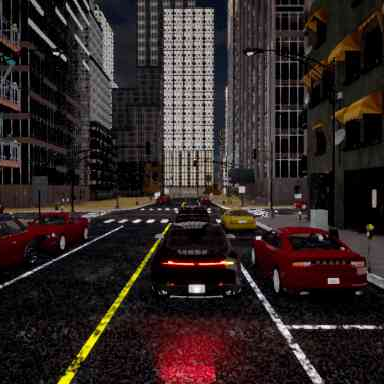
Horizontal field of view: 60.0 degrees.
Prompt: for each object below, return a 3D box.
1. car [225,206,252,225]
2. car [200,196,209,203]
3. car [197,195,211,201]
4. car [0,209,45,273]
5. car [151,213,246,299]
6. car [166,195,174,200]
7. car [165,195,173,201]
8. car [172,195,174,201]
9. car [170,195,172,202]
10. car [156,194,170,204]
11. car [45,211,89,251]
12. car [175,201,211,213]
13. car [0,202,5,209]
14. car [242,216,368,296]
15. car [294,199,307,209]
[{"bbox_3d":[2.644,1.523,19.721,1.752,1.417,4.829,-1,0,0],"label":"car"},{"bbox_3d":[2.548,1.523,68.807,1.752,1.417,4.829,-1,0,0],"label":"car"},{"bbox_3d":[2.558,1.437,63.077,1.967,1.590,4.097,-1,0,0],"label":"car"},{"bbox_3d":[-5.716,1.439,8.502,1.967,1.590,4.097,-1,0,0],"label":"car"},{"bbox_3d":[0.082,1.503,8.434,1.837,1.490,4.892,0,0,0],"label":"car"},{"bbox_3d":[-5.875,1.544,90.859,1.887,1.381,4.507,-1,0,0],"label":"car"},{"bbox_3d":[-5.865,1.524,85.130,1.752,1.417,4.829,-1,0,0],"label":"car"},{"bbox_3d":[-5.845,1.313,74.181,2.192,1.841,5.009,-1,0,0],"label":"car"},{"bbox_3d":[-5.834,1.312,68.622,2.192,1.841,5.009,-1,0,0],"label":"car"},{"bbox_3d":[-5.821,1.542,63.062,1.887,1.381,4.507,-1,0,0],"label":"car"},{"bbox_3d":[-5.726,1.543,14.026,1.887,1.381,4.507,-1,0,0],"label":"car"},{"bbox_3d":[0.060,1.475,18.706,1.882,1.535,5.008,0,0,0],"label":"car"},{"bbox_3d":[-23.922,1.745,38.300,4.097,1.590,1.967,-1,1,-1],"label":"car"},{"bbox_3d":[2.666,1.543,8.504,1.887,1.381,4.507,-1,0,0],"label":"car"},{"bbox_3d":[14.176,1.255,38.698,4.507,1.381,1.887,-1,1,-1],"label":"car"}]
